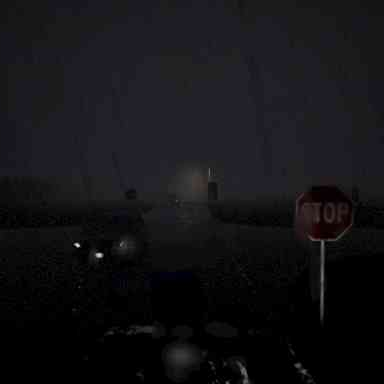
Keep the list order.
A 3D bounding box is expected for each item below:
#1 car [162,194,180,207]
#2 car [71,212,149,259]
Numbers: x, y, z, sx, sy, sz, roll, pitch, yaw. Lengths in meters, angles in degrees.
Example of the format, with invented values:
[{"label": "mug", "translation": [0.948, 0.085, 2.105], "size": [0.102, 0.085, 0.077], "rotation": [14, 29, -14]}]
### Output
[{"label": "car", "translation": [-2.775, 1.093, 44.621], "size": [2.097, 1.767, 4.553], "rotation": [0, 0, 0]}, {"label": "car", "translation": [-2.757, 1.484, 12.523], "size": [2.033, 1.411, 5.357], "rotation": [0, 0, 0]}]
